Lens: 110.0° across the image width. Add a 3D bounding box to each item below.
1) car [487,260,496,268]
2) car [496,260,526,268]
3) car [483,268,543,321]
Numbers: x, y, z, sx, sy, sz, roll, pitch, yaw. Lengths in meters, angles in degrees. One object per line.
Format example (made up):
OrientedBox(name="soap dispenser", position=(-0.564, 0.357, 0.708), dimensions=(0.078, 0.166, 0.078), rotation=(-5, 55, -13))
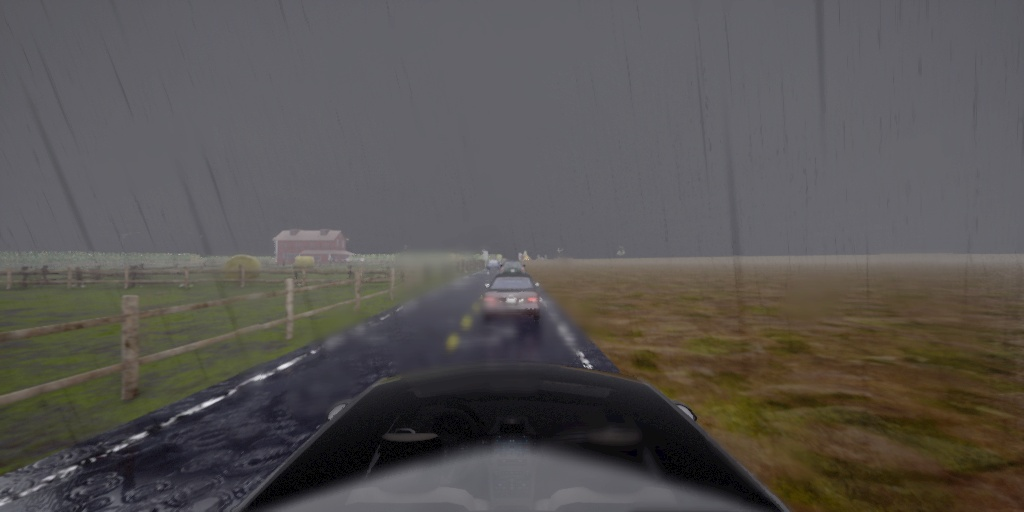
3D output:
OrientedBox(name="car", position=(-2.781, 1.321, 53.976), dimensions=(1.812, 1.442, 4.674), rotation=(0, 0, 0))
OrientedBox(name="car", position=(0.071, 1.113, 29.588), dimensions=(2.097, 1.767, 4.553), rotation=(0, 0, 0))
OrientedBox(name="car", position=(0.035, 1.301, 12.468), dimensions=(2.033, 1.411, 5.357), rotation=(0, 0, 1))
